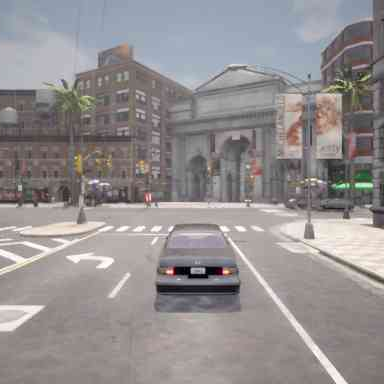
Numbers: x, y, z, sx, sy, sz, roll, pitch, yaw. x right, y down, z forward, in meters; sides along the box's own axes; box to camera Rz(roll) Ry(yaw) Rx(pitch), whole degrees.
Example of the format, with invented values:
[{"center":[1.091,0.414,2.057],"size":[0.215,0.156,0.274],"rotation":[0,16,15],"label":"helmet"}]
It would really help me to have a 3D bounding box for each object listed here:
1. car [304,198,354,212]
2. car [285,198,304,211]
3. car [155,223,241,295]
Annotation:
[{"center":[15.717,1.491,37.635],"size":[4.902,1.511,2.128],"rotation":[0,0,1],"label":"car"},{"center":[14.037,1.504,41.156],"size":[4.892,1.490,1.837],"rotation":[0,0,1],"label":"car"},{"center":[0.118,1.547,8.840],"size":[2.033,1.411,5.357],"rotation":[0,0,0],"label":"car"}]
